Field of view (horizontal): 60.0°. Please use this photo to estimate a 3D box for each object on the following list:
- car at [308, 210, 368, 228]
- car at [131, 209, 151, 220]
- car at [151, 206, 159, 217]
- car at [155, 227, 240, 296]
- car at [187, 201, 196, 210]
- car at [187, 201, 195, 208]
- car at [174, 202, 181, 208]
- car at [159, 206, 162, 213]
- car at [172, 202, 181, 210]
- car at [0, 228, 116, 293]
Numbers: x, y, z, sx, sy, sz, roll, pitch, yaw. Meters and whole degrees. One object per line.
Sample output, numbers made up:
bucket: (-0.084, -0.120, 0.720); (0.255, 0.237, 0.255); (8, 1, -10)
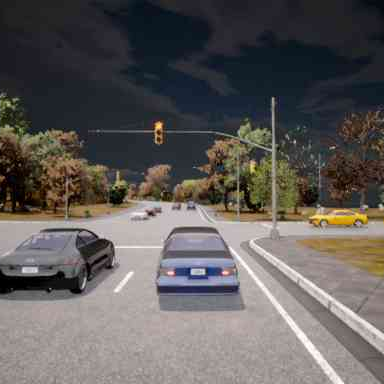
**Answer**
car: (12.970, 2.367, 29.698); (5.008, 1.535, 1.882); (0, -3, -2)
car: (-7.217, 3.145, 46.279); (1.812, 1.442, 4.674); (0, -2, 0)
car: (-7.222, 3.493, 56.557); (1.895, 1.301, 4.718); (0, -1, 0)
car: (0.071, 1.647, 8.971); (2.033, 1.411, 5.357); (0, -1, -1)
car: (-0.187, 3.309, 77.853); (2.097, 1.767, 4.553); (0, 0, 0)
car: (-0.307, 3.242, 88.032); (1.882, 1.535, 5.008); (0, 0, -4)
car: (-3.830, 3.427, 88.290); (1.837, 1.490, 4.892); (0, 0, -4)
car: (-7.172, 3.539, 67.847); (2.033, 1.411, 5.357); (0, 0, 0)
car: (-3.689, 3.484, 78.314); (1.812, 1.442, 4.674); (0, 0, 0)
car: (-3.443, 1.665, 9.081); (1.994, 1.385, 4.181); (0, -1, 0)
